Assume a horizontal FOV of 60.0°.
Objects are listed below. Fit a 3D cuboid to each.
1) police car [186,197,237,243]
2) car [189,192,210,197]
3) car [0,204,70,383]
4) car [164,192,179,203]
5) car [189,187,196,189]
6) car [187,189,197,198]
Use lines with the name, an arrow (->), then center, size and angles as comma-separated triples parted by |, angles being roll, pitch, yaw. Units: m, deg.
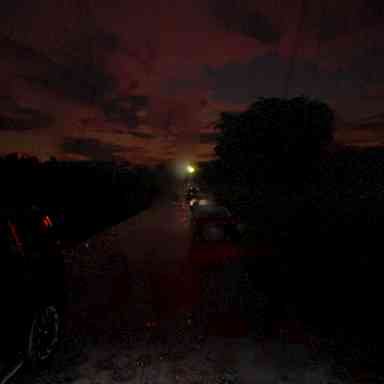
police car -> 0.838, 1.235, 15.104 | 1.930, 1.638, 5.238 | 0, 1, 0
car -> 0.847, 1.088, 25.183 | 1.801, 1.575, 5.366 | 0, 1, 0
car -> -2.847, 1.194, 2.627 | 2.150, 2.045, 5.566 | 0, 1, 0
car -> -2.790, 0.695, 46.542 | 2.033, 1.411, 5.357 | 0, 2, 0
car -> 0.063, -0.339, 71.792 | 2.033, 1.411, 5.357 | 0, 3, 0
car -> 0.851, 0.867, 30.962 | 2.097, 1.767, 4.553 | 0, 1, 0
